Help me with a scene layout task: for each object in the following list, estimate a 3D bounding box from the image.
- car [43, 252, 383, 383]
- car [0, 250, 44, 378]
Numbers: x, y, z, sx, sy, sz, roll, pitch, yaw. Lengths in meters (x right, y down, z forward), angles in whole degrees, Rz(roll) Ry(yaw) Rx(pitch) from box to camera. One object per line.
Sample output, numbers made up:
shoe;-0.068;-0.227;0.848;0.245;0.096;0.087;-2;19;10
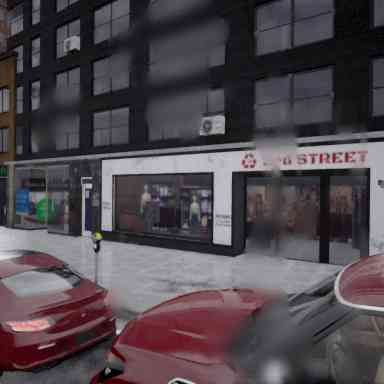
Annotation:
car;1.588;1.315;1.941;5.009;1.841;2.192;0;1;35
car;-2.965;1.580;5.176;4.206;1.307;1.802;0;1;35
